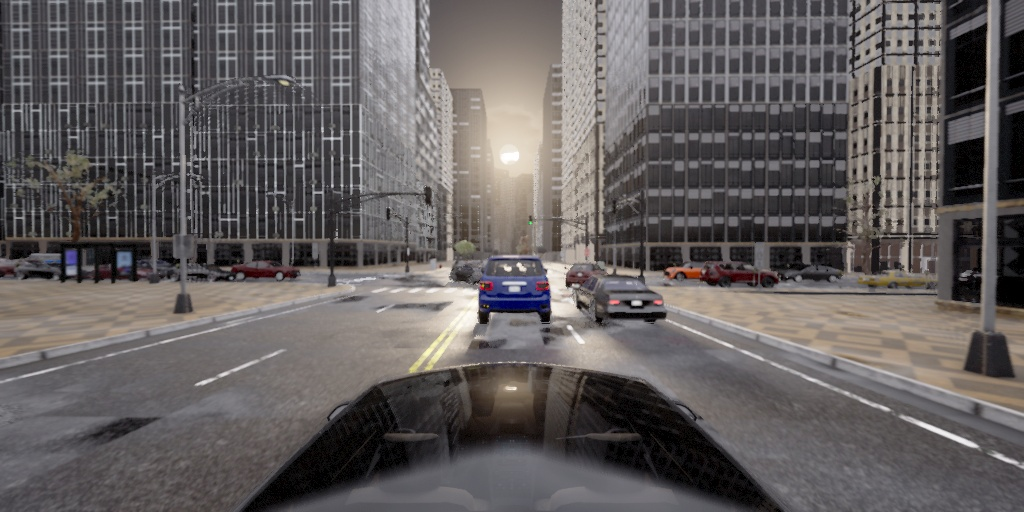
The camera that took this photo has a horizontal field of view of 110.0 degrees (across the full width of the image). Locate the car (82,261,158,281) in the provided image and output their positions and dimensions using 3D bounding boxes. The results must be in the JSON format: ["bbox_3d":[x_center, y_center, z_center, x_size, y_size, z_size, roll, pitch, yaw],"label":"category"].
[{"bbox_3d":[-28.424,1.201,26.448,4.207,1.307,1.802,0,0,1],"label":"car"}]

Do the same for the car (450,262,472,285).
[{"bbox_3d":[-3.027,1.400,27.143,1.994,1.385,4.181,0,1,-38],"label":"car"}]

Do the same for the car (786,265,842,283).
[{"bbox_3d":[25.899,1.531,31.415,4.892,1.490,1.837,1,1,1],"label":"car"}]

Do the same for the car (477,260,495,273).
[{"bbox_3d":[-3.351,1.310,47.093,1.882,1.535,5.008,0,0,0],"label":"car"}]

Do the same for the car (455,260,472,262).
[{"bbox_3d":[-6.617,1.335,46.201,1.837,1.490,4.892,0,0,-1],"label":"car"}]

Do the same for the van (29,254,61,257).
[{"bbox_3d":[-45.299,0.689,35.277,3.998,1.789,1.690,0,0,1],"label":"van"}]

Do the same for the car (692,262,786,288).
[{"bbox_3d":[16.185,1.334,25.801,5.009,1.841,2.192,0,0,1],"label":"car"}]

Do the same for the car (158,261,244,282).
[{"bbox_3d":[-22.740,1.237,26.317,4.313,1.339,1.948,0,0,1],"label":"car"}]

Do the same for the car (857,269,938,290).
[{"bbox_3d":[27.634,1.644,25.608,4.829,1.417,1.751,0,0,1],"label":"car"}]

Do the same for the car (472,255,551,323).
[{"bbox_3d":[0.093,0.993,12.392,2.150,2.045,5.566,0,0,1],"label":"car"}]

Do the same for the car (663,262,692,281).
[{"bbox_3d":[15.771,1.288,31.610,4.553,1.767,2.097,0,1,-1],"label":"car"}]

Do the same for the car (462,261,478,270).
[{"bbox_3d":[-6.589,1.446,56.504,1.895,1.301,4.718,0,0,0],"label":"car"}]

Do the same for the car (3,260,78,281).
[{"bbox_3d":[-34.104,1.132,26.619,4.313,1.339,1.948,0,0,1],"label":"car"}]

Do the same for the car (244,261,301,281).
[{"bbox_3d":[-19.775,1.138,28.967,5.008,1.535,1.882,1,1,0],"label":"car"}]

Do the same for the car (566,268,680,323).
[{"bbox_3d":[3.346,1.318,12.135,2.033,1.411,5.357,0,0,0],"label":"car"}]

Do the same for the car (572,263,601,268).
[{"bbox_3d":[5.500,1.263,25.592,2.097,1.767,4.553,1,0,28],"label":"car"}]

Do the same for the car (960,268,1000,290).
[{"bbox_3d":[33.104,1.750,25.516,4.207,1.307,1.802,0,0,1],"label":"car"}]

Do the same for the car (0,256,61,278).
[{"bbox_3d":[-39.549,1.006,29.368,4.674,1.442,1.812,1,1,1],"label":"car"}]
